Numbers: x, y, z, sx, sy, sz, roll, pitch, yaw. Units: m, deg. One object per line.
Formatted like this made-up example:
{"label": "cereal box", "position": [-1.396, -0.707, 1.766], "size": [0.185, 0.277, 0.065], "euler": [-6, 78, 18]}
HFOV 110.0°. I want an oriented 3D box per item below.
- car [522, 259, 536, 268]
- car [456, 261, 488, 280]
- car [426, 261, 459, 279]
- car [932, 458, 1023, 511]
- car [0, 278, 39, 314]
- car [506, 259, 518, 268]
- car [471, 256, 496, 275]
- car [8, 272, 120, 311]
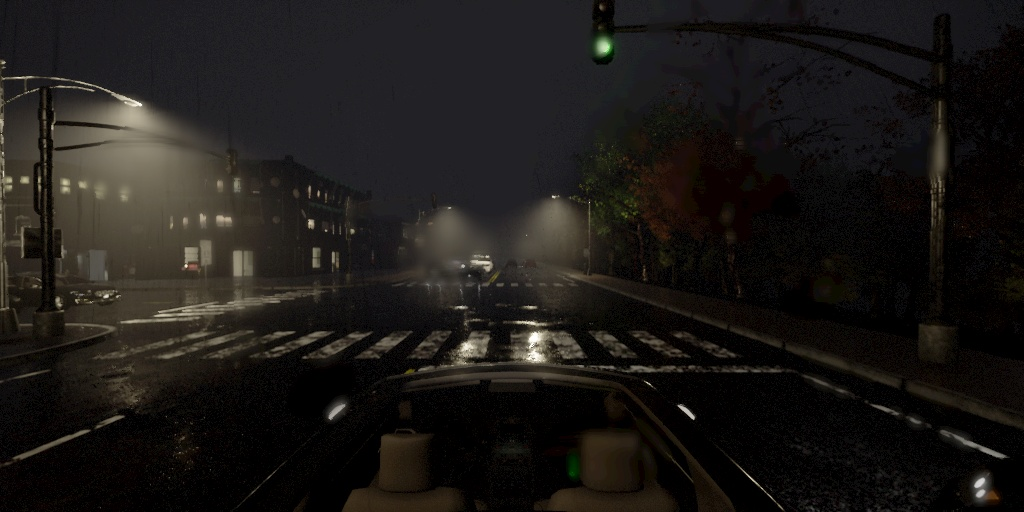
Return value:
{"label": "car", "position": [3.226, 1.313, 63.159], "size": [1.882, 1.535, 5.008], "euler": [0, 0, 0]}
{"label": "car", "position": [-3.412, 1.395, 31.615], "size": [1.895, 1.301, 4.718], "euler": [0, 0, 0]}
{"label": "car", "position": [-6.666, 1.288, 33.535], "size": [2.128, 1.511, 4.902], "euler": [0, 0, 0]}
{"label": "car", "position": [3.355, 1.312, 0.226], "size": [1.994, 1.385, 4.181], "euler": [0, 0, 0]}
{"label": "car", "position": [-19.969, 1.585, 12.467], "size": [4.313, 1.339, 1.948], "euler": [0, 0, 0]}
{"label": "car", "position": [-0.026, 1.314, 63.740], "size": [1.882, 1.535, 5.008], "euler": [0, 0, 0]}
{"label": "car", "position": [-3.429, 1.029, 41.378], "size": [2.150, 2.045, 5.566], "euler": [0, 0, 0]}
{"label": "car", "position": [-19.618, 1.497, 15.175], "size": [4.892, 1.490, 1.837], "euler": [-1, 0, 0]}
